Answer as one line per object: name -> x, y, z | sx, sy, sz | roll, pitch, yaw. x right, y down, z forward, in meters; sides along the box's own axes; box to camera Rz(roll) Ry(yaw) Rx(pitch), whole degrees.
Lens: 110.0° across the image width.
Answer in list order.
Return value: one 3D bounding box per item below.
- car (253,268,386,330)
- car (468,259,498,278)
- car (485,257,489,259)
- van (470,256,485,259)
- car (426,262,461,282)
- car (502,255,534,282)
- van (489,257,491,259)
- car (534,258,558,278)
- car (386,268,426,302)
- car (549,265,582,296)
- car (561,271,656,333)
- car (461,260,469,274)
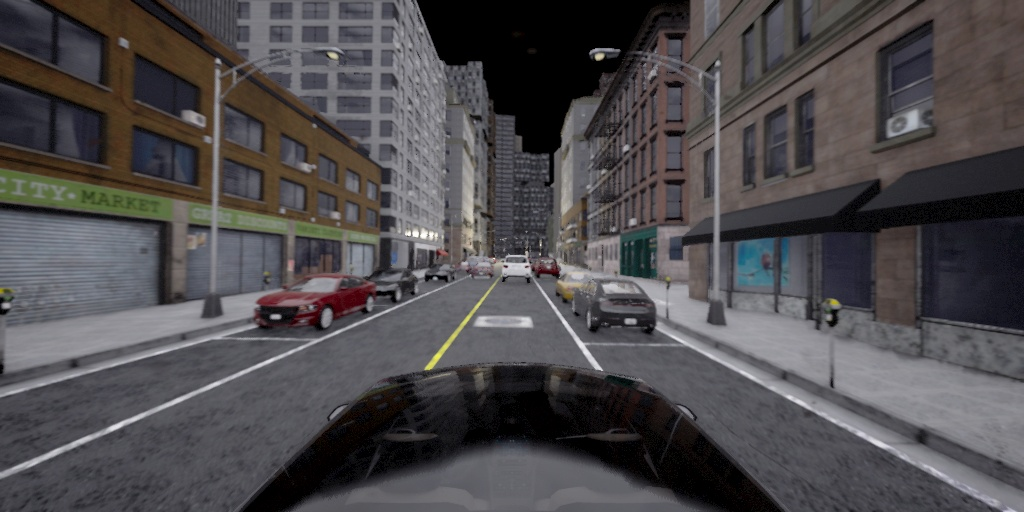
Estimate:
car -> -5.669, 1.219, 10.880 | 1.888, 1.381, 4.507 | 0, 0, 1
car -> -2.596, 1.233, 33.047 | 1.812, 1.442, 4.674 | 1, 0, 1
car -> -5.057, 1.068, 55.752 | 1.967, 1.591, 4.097 | 0, 0, 1
van -> -5.134, 0.976, 50.143 | 1.690, 1.789, 3.998 | 0, 0, 1
car -> -5.440, 1.225, 27.707 | 1.948, 1.339, 4.313 | 0, 0, 1
car -> 0.353, 0.949, 29.098 | 2.150, 2.045, 5.566 | 1, 0, 1
van -> -4.981, 0.960, 61.360 | 1.690, 1.789, 3.998 | 0, 0, 1
car -> 3.161, 1.070, 33.199 | 2.192, 1.841, 5.009 | 0, 0, 1
car -> -5.592, 1.235, 16.490 | 1.948, 1.339, 4.313 | 0, 0, 1
car -> 2.934, 1.297, 16.543 | 1.751, 1.417, 4.829 | 0, 0, 1
car -> 2.855, 1.327, 10.763 | 2.007, 1.370, 4.403 | 0, 0, 1
car -> -5.287, 1.230, 38.924 | 1.802, 1.307, 4.207 | 0, 0, 1
